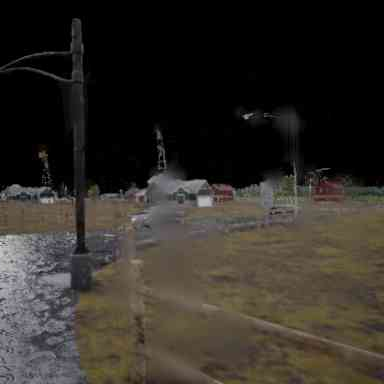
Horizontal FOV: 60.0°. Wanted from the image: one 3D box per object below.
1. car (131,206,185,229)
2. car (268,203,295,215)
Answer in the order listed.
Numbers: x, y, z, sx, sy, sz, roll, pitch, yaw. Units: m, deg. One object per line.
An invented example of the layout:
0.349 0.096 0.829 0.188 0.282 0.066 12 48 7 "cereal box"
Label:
-2.372 1.757 23.717 2.128 1.511 4.902 -2 -2 40 "car"
11.154 2.092 40.825 2.033 1.411 5.357 -2 -2 38 "car"
